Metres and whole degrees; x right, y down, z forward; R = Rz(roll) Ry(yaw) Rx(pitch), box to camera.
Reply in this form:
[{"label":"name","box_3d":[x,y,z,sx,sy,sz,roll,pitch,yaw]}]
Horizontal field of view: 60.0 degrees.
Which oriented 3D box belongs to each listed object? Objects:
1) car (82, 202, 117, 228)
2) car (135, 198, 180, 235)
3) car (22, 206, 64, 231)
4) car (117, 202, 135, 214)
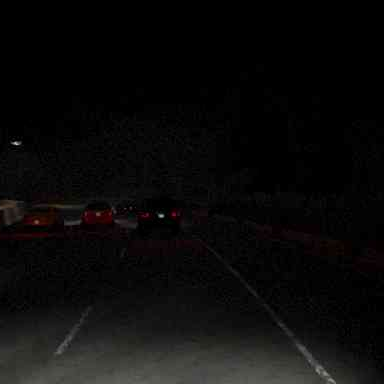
[{"label":"car","box_3d":[-6.687,1.533,24.101,2.097,1.767,4.553,0,-1,-13]},{"label":"car","box_3d":[-2.113,1.365,19.995,2.150,2.045,5.566,0,0,-11]},{"label":"car","box_3d":[-9.782,1.654,22.179,1.882,1.535,5.008,0,0,-13]},{"label":"car","box_3d":[-7.655,1.833,38.891,2.033,1.411,5.357,0,0,-22]}]
